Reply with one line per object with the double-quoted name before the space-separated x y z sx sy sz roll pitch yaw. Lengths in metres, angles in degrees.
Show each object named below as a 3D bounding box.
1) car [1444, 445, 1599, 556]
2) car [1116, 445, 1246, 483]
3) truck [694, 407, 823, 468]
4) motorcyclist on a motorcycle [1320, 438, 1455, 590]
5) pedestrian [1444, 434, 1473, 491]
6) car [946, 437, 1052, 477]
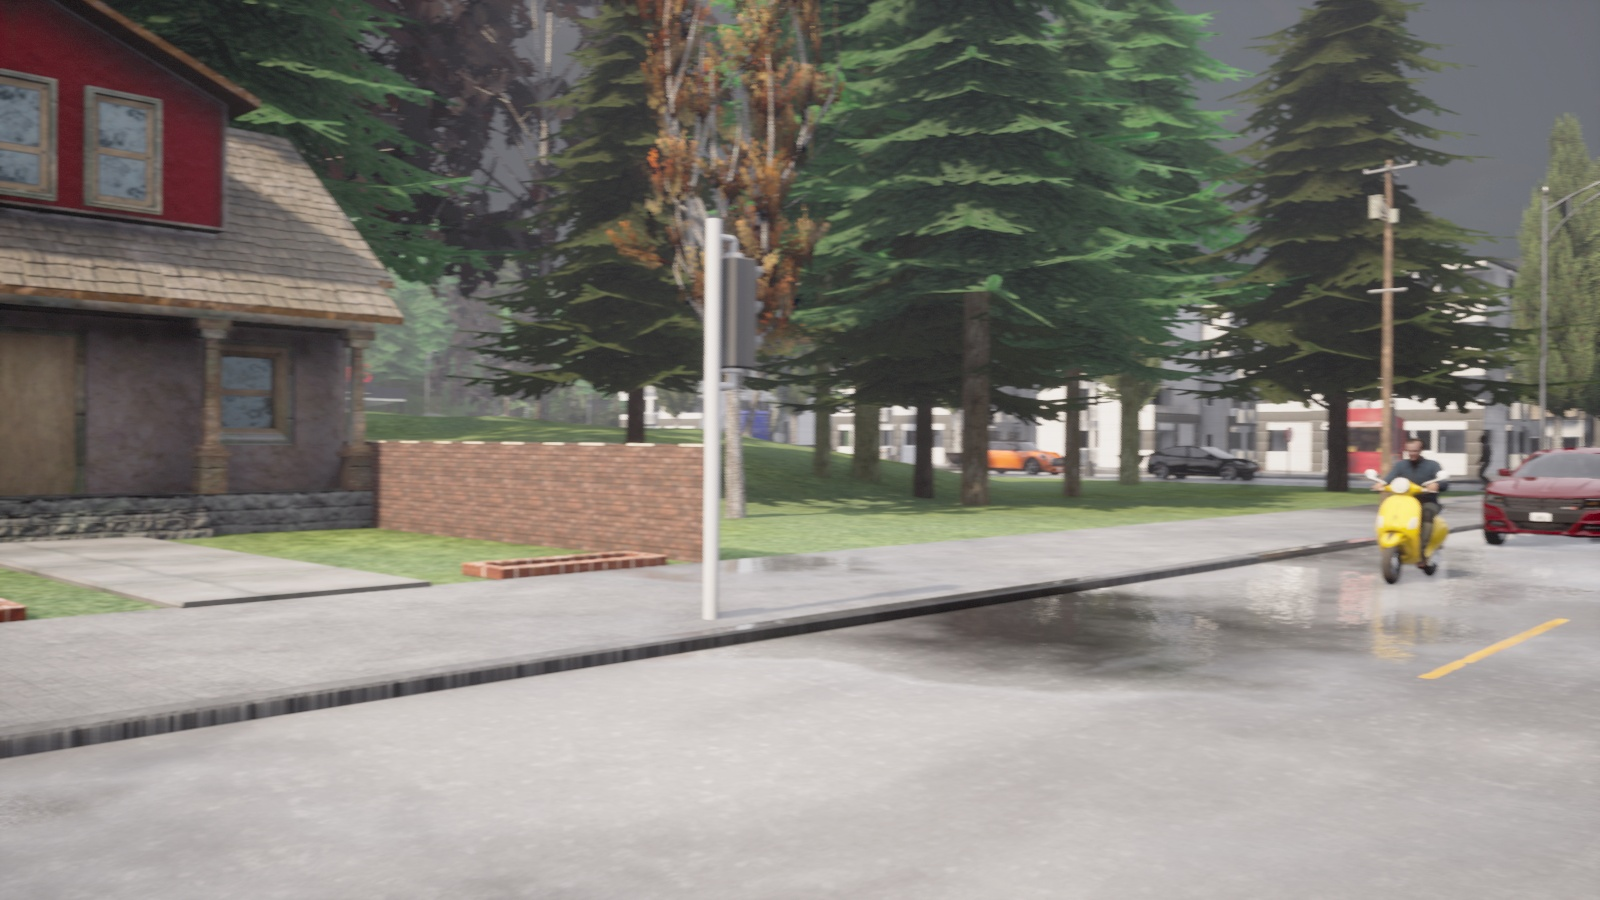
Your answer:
"car" 12.058 0.710 20.067 1.882 1.535 5.008 1 1 42
"car" 16.131 0.554 53.340 4.792 1.488 2.163 1 1 43
"truck" -2.589 -0.760 75.821 7.936 3.462 2.891 1 0 42
"motorcyclist on a motorcycle" 6.628 0.672 14.127 0.866 1.590 1.817 1 1 42
"pedestrian" 21.483 0.398 40.963 0.431 1.840 0.703 0 1 -41
"car" 9.396 0.306 59.460 4.553 1.767 2.097 1 1 43
